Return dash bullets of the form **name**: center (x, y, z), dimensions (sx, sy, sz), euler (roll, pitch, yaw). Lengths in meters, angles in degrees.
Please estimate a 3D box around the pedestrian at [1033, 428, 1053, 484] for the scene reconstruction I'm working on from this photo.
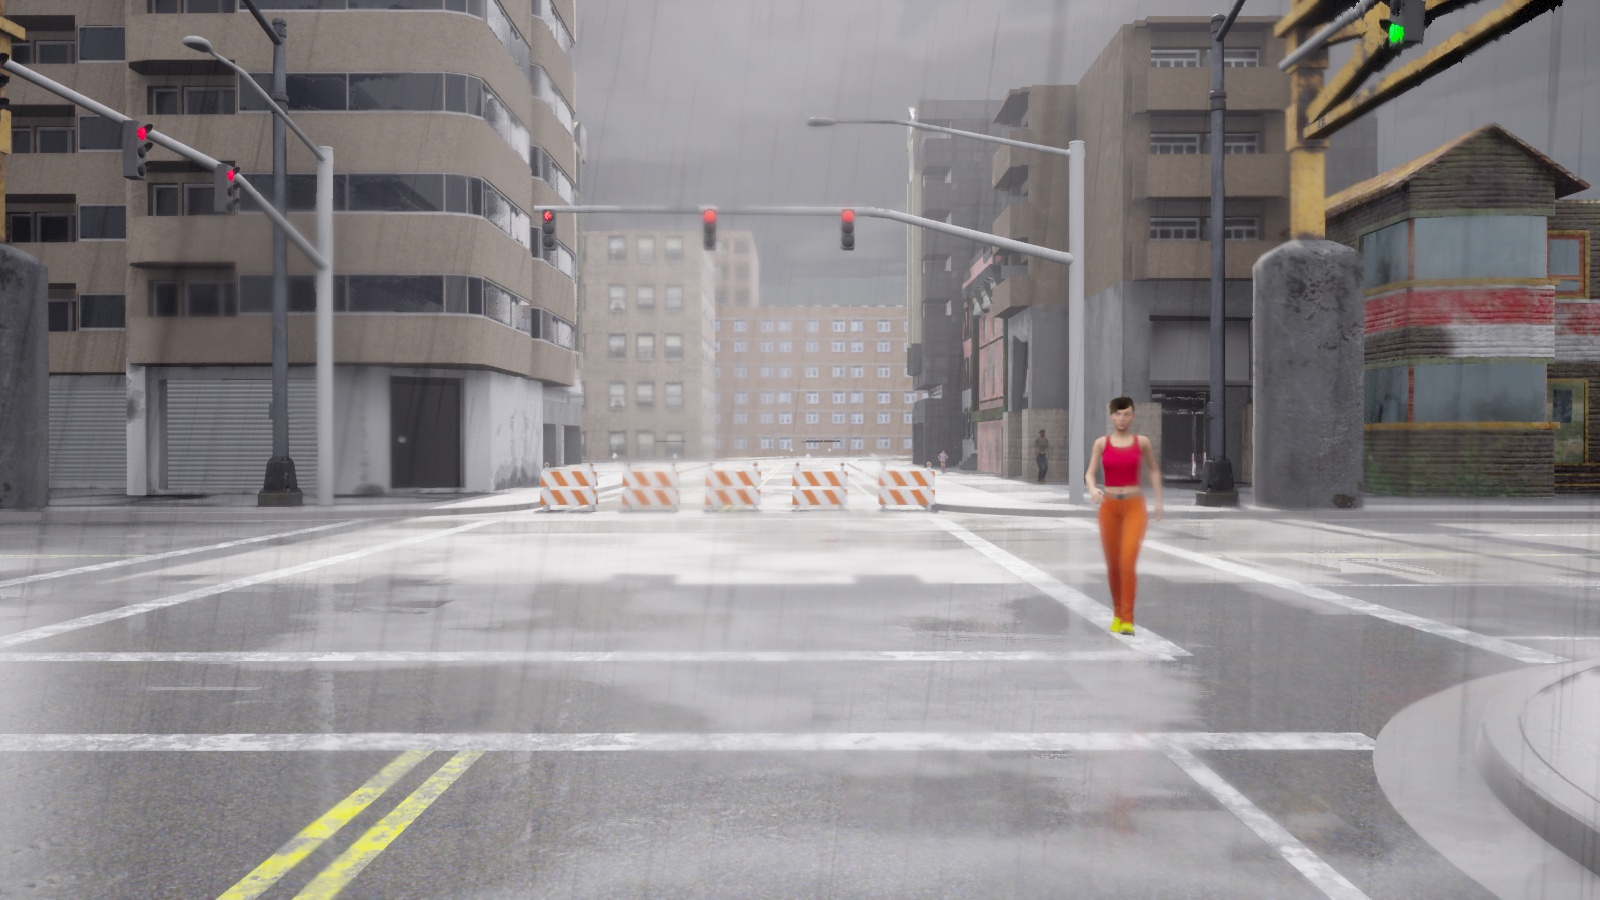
- **pedestrian**: center (7.886, 0.188, 40.761), dimensions (0.328, 1.805, 0.869), euler (0, 0, -13)

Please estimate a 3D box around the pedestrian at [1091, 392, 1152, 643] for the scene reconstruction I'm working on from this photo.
- **pedestrian**: center (2.447, 0.492, 9.537), dimensions (0.345, 1.836, 0.594), euler (0, 0, 24)
